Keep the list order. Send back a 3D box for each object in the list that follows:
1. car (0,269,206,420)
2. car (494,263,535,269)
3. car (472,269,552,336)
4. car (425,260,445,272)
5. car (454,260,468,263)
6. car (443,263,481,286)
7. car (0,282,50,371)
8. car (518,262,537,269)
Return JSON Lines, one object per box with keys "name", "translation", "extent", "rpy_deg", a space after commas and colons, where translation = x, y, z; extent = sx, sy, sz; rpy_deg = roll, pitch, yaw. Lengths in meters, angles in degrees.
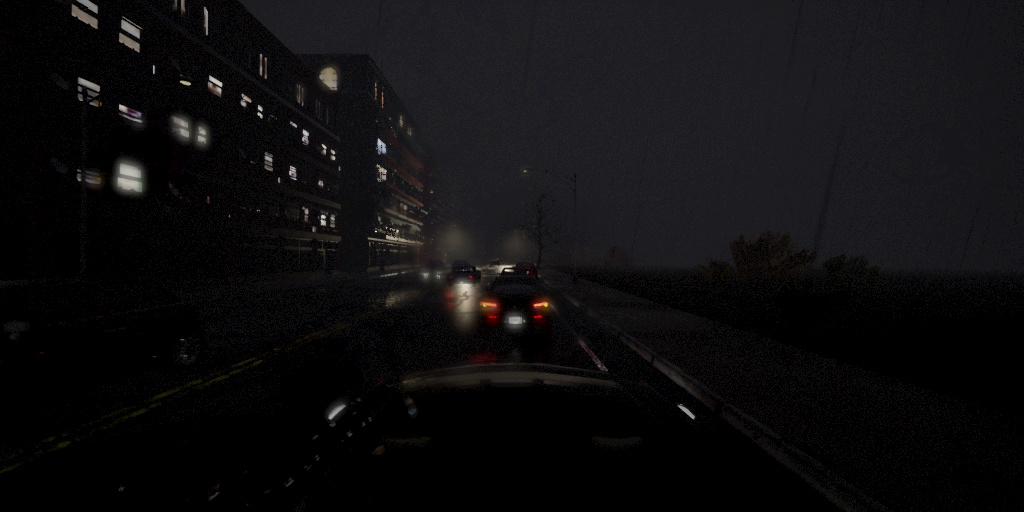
{"name": "car", "translation": [-6.605, 1.103, 4.548], "extent": [2.097, 1.767, 4.553], "rpy_deg": [0, 0, 0]}
{"name": "car", "translation": [0.069, 1.318, 20.494], "extent": [1.994, 1.385, 4.181], "rpy_deg": [0, 0, 0]}
{"name": "car", "translation": [0.077, 1.278, 10.327], "extent": [1.812, 1.442, 4.674], "rpy_deg": [0, 0, 0]}
{"name": "car", "translation": [-9.928, 1.233, 46.618], "extent": [1.882, 1.535, 5.008], "rpy_deg": [0, 0, 0]}
{"name": "car", "translation": [-6.678, 1.233, 46.639], "extent": [1.882, 1.535, 5.008], "rpy_deg": [0, 0, 0]}
{"name": "car", "translation": [-3.191, 1.355, 24.734], "extent": [1.895, 1.301, 4.718], "rpy_deg": [0, 0, 0]}
{"name": "car", "translation": [-9.855, 1.255, 4.490], "extent": [1.837, 1.490, 4.892], "rpy_deg": [0, 0, 0]}
{"name": "car", "translation": [1.088, 1.233, 30.022], "extent": [1.882, 1.535, 5.008], "rpy_deg": [0, 0, 0]}
